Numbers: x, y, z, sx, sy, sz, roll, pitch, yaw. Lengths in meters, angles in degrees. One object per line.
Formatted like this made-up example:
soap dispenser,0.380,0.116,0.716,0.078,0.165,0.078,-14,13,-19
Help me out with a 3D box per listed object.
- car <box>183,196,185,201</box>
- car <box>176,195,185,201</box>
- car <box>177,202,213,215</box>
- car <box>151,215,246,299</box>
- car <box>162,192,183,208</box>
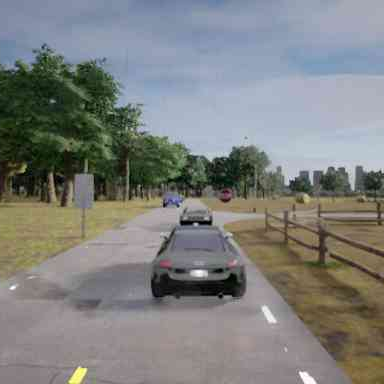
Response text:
car,-2.726,1.414,63.781,2.033,1.411,5.357,0,0,1
car,-2.689,1.343,78.553,1.812,1.442,4.674,0,0,0
car,0.384,1.501,20.821,1.895,1.301,4.718,0,0,4
car,0.115,1.519,8.374,1.994,1.385,4.181,0,0,-1
car,-2.807,1.063,45.920,2.150,2.045,5.566,0,0,0
